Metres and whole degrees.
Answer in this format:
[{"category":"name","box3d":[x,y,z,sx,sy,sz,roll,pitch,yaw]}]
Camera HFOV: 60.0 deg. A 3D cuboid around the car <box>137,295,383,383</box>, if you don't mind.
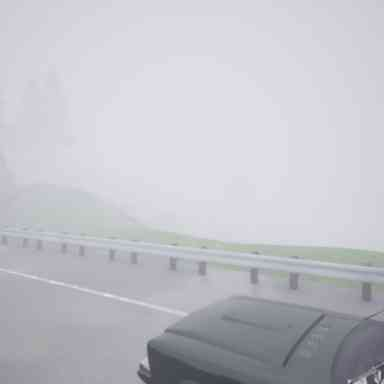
[{"category":"car","box3d":[1.820,1.594,2.605,4.718,1.301,1.895,0,0,35]}]
